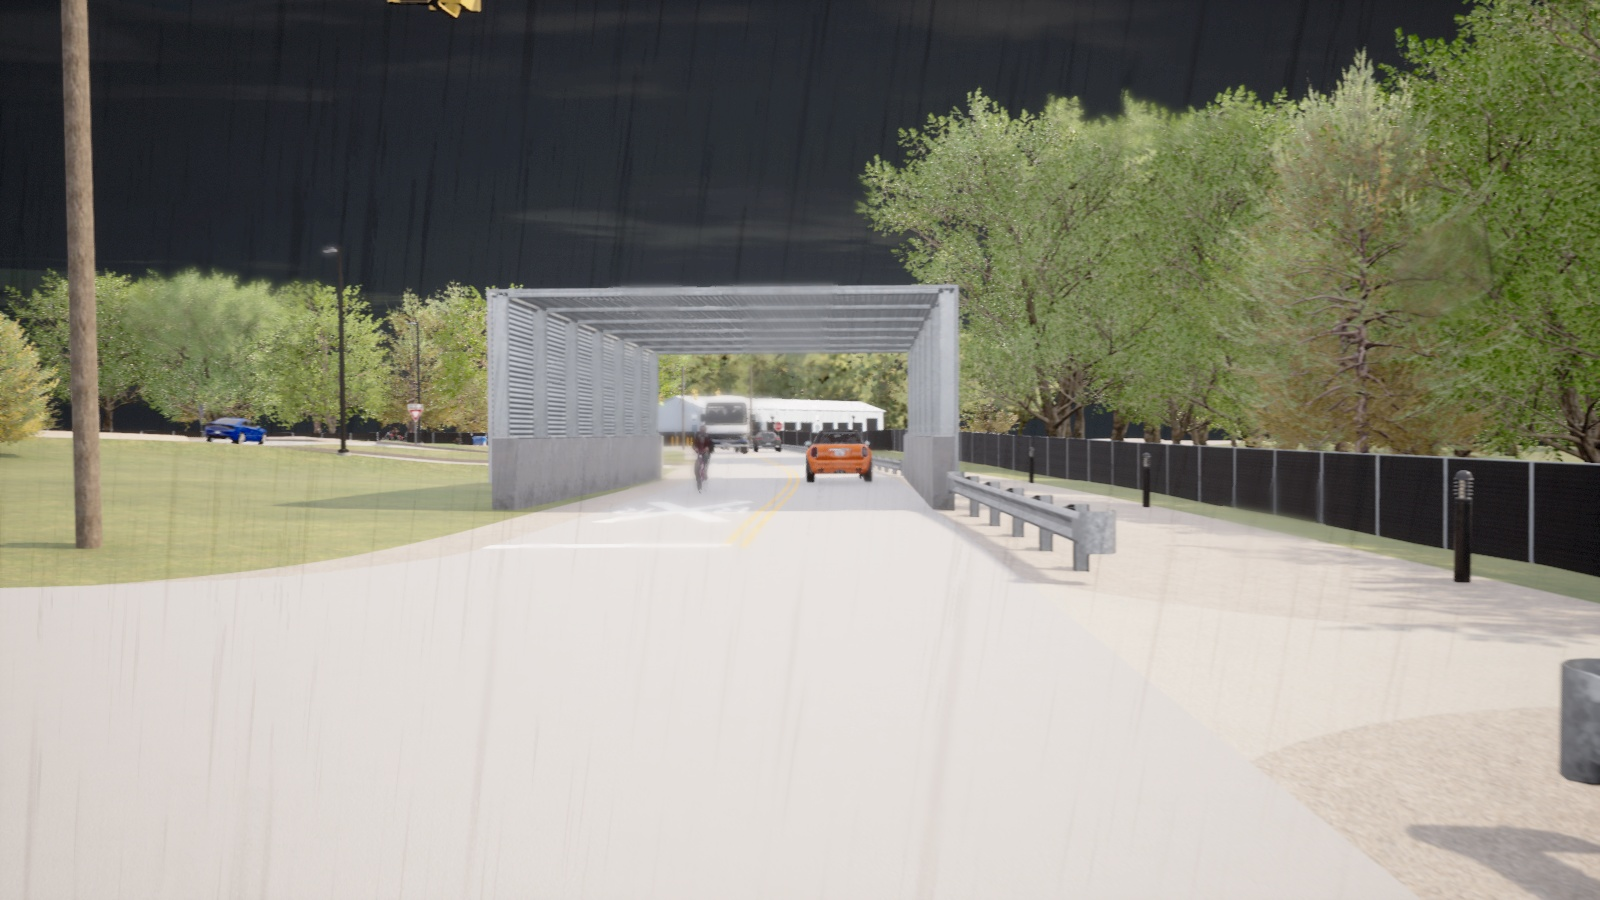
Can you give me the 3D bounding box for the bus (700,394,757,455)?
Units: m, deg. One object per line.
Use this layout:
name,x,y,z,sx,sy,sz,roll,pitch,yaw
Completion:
bus,-5.345,-1.852,92.910,3.944,4.253,10.273,0,1,-4

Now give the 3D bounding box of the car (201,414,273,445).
car,-32.889,-1.191,73.530,1.882,1.535,5.008,5,-1,0

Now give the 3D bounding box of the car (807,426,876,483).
car,1.290,0.105,40.949,2.097,1.767,4.553,0,1,0

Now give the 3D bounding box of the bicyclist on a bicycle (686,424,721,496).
bicyclist on a bicycle,-2.457,0.242,32.118,0.659,1.776,1.843,0,1,2
